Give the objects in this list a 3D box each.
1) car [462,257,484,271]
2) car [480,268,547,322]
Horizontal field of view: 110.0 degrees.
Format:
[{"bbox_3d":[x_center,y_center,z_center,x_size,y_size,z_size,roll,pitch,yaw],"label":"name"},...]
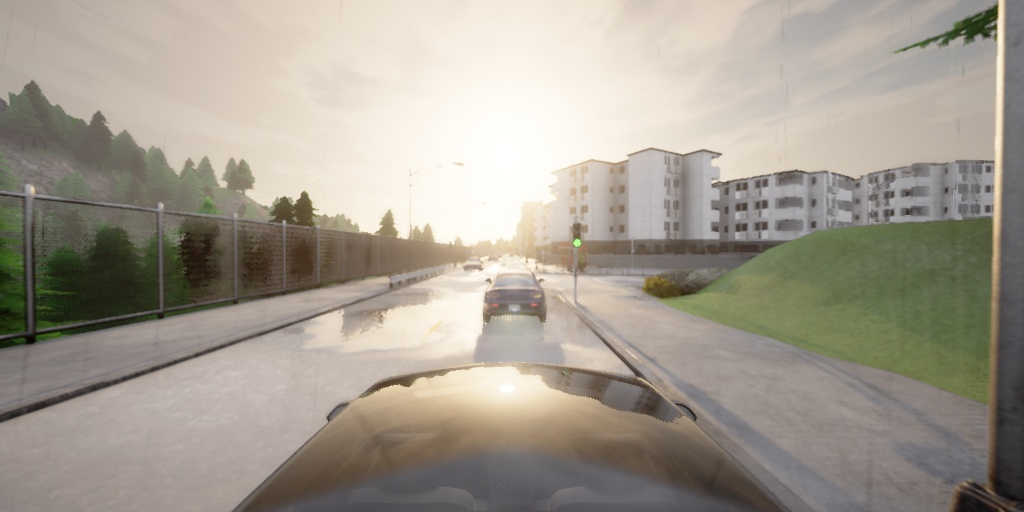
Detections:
[{"bbox_3d":[-3.992,0.874,37.892,1.812,1.442,4.674,0,2,0],"label":"car"},{"bbox_3d":[0.100,1.151,11.611,1.812,1.442,4.674,0,1,1],"label":"car"}]
